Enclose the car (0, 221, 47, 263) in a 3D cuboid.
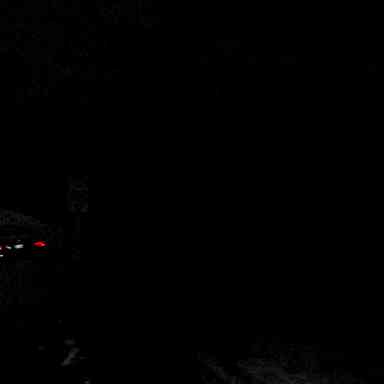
[{"bbox_3d":[-6.874,1.820,12.513,2.033,1.411,5.357,-2,0,-35],"label":"car"}]
